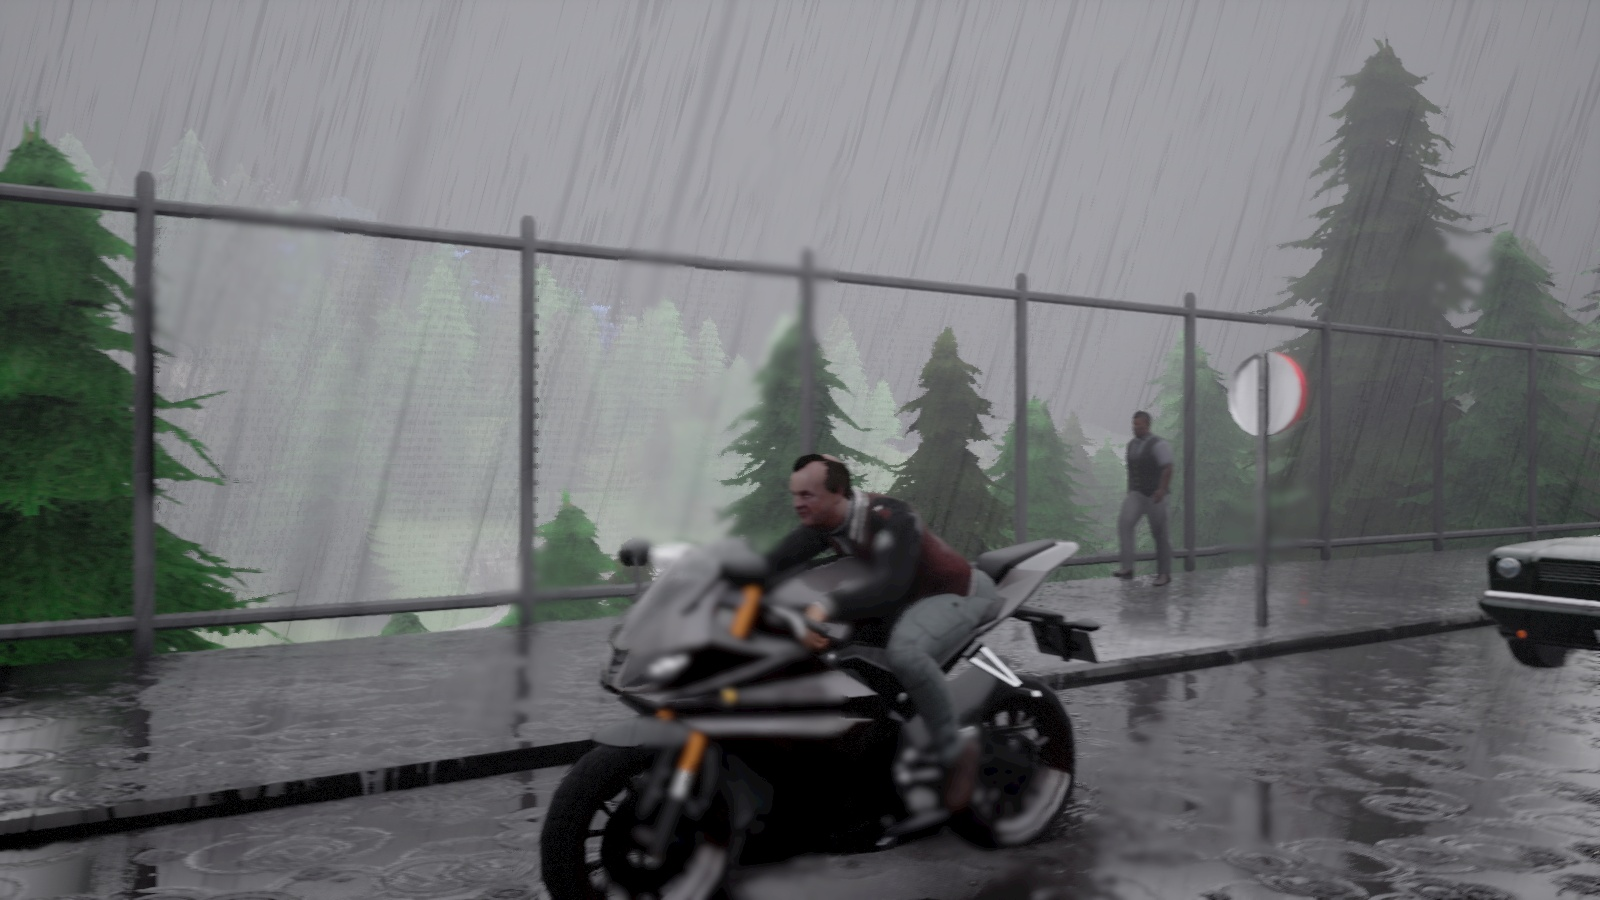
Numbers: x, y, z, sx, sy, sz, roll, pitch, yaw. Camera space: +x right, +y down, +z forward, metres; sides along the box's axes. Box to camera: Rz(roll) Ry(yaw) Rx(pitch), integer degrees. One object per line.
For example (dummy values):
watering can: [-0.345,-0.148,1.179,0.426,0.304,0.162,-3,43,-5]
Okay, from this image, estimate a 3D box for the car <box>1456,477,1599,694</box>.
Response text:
car: [6.909,0.853,9.042,4.718,1.301,1.895,0,0,-35]

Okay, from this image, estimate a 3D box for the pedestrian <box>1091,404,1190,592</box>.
pedestrian: [3.537,0.479,13.044,0.849,1.883,0.563,0,0,-35]

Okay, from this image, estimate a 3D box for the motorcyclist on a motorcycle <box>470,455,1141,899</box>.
motorcyclist on a motorcycle: [0.090,0.790,4.312,2.191,1.530,0.866,0,0,-34]
